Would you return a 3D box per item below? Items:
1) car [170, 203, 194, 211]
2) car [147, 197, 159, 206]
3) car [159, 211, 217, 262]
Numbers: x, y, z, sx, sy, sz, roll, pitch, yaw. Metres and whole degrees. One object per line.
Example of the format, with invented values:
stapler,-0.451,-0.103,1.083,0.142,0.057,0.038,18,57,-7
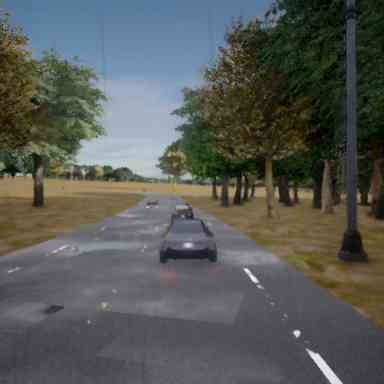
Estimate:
car,-0.826,1.669,28.000,1.812,1.442,4.674,0,0,-3
car,-6.707,1.645,57.055,1.837,1.490,4.892,0,0,-4
car,-0.163,1.667,12.608,1.994,1.385,4.181,-1,0,-1
